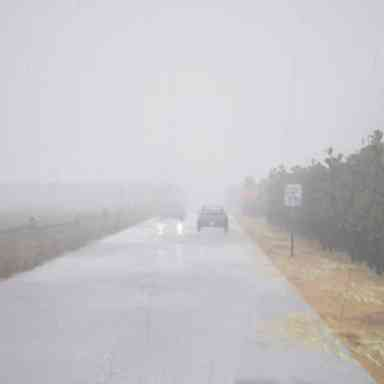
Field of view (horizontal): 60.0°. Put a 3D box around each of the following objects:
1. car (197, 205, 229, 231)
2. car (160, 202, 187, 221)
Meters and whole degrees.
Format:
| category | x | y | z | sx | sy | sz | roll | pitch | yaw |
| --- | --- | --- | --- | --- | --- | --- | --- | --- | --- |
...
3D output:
| category | x | y | z | sx | sy | sz | roll | pitch | yaw |
| --- | --- | --- | --- | --- | --- | --- | --- | --- | --- |
| car | 1.317 | 1.591 | 21.257 | 2.128 | 1.511 | 4.902 | 1 | 0 | 3 |
| car | -1.498 | 1.606 | 27.715 | 1.837 | 1.490 | 4.892 | 1 | 0 | 3 |
